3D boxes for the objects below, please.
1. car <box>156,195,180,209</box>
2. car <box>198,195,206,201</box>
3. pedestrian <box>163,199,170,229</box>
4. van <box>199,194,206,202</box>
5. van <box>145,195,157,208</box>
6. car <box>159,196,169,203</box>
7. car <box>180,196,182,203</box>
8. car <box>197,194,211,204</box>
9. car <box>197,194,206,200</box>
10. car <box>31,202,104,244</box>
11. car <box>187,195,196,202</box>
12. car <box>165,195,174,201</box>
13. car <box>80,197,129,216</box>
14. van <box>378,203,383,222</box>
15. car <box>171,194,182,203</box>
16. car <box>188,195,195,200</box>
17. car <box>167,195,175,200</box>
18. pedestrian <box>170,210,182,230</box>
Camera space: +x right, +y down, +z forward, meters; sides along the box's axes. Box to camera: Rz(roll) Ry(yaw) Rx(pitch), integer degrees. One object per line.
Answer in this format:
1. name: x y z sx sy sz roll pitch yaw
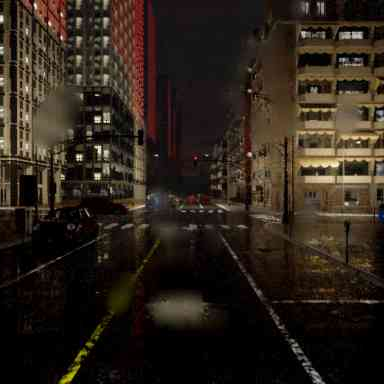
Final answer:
1. car: -3.186 1.361 45.152 2.097 1.767 4.553 0 0 1
2. car: 2.581 1.589 86.747 2.008 1.369 4.403 0 0 0
3. pedestrian: -1.513 1.296 20.144 0.375 1.860 0.375 0 0 0
4. van: 2.587 1.375 81.197 1.690 1.788 3.998 0 0 0
5. van: -5.751 1.352 47.879 1.690 1.788 3.998 0 0 0
6. car: -5.778 1.550 69.913 1.752 1.417 4.829 0 0 0
7. car: -3.155 1.367 54.927 2.097 1.767 4.553 0 0 0
8. car: 2.608 1.336 64.544 2.192 1.841 5.009 0 0 0
9. car: 2.573 1.359 92.298 2.192 1.841 5.009 0 0 0
10. car: -5.710 1.441 15.405 1.967 1.590 4.097 0 0 0
11. car: -0.094 1.378 77.318 2.097 1.767 4.553 0 0 0
12. car: -5.800 1.479 86.735 1.967 1.590 4.097 0 0 0
13. car: -7.995 1.231 29.896 4.553 1.767 2.097 1 0 -14
14. van: 16.897 1.706 26.167 3.998 1.788 1.690 1 -1 0
15. car: -3.092 1.375 68.595 2.097 1.767 4.553 0 0 0
16. car: -0.107 1.442 87.388 1.994 1.385 4.181 0 0 0
17. car: -5.807 1.569 92.116 1.752 1.417 4.829 0 0 0
18. pedestrian: -0.953 1.575 19.504 0.375 1.300 0.375 0 0 0
